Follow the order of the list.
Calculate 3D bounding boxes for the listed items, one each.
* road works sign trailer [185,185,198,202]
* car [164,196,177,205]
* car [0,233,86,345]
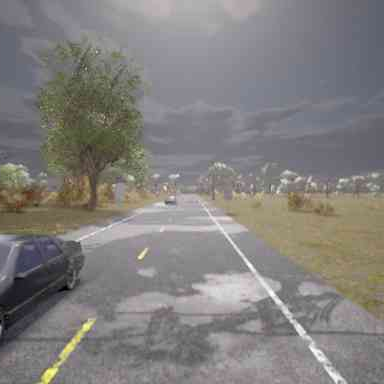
[{"bbox_3d":[-0.002,0.302,68.100,2.380,3.560,2.880,0,0,0],"label":"road works sign trailer"},{"bbox_3d":[-3.550,1.426,55.809,1.994,1.385,4.181,0,0,1],"label":"car"},{"bbox_3d":[-3.600,1.530,6.198,2.033,1.411,5.357,0,0,0],"label":"car"}]
